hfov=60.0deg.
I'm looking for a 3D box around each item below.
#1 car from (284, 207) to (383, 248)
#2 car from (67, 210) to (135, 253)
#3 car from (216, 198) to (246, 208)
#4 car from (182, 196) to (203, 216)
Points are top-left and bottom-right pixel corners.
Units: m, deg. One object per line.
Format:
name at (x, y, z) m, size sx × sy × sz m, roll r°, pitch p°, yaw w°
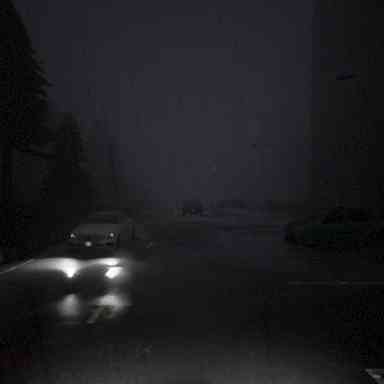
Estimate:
car at (6.029, 1.482, 14.226) m, size 3.988 × 1.617 × 1.851 m, roll 0°, pitch 0°, yaw -1°
car at (-3.561, 1.524, 13.860) m, size 1.812 × 1.442 × 4.674 m, roll 0°, pitch 0°, yaw 1°
car at (5.511, 1.545, 47.234) m, size 4.181 × 1.381 × 1.994 m, roll 0°, pitch 0°, yaw -1°
car at (0.067, 1.474, 31.975) m, size 1.882 × 1.535 × 5.008 m, roll 0°, pitch 0°, yaw 0°
